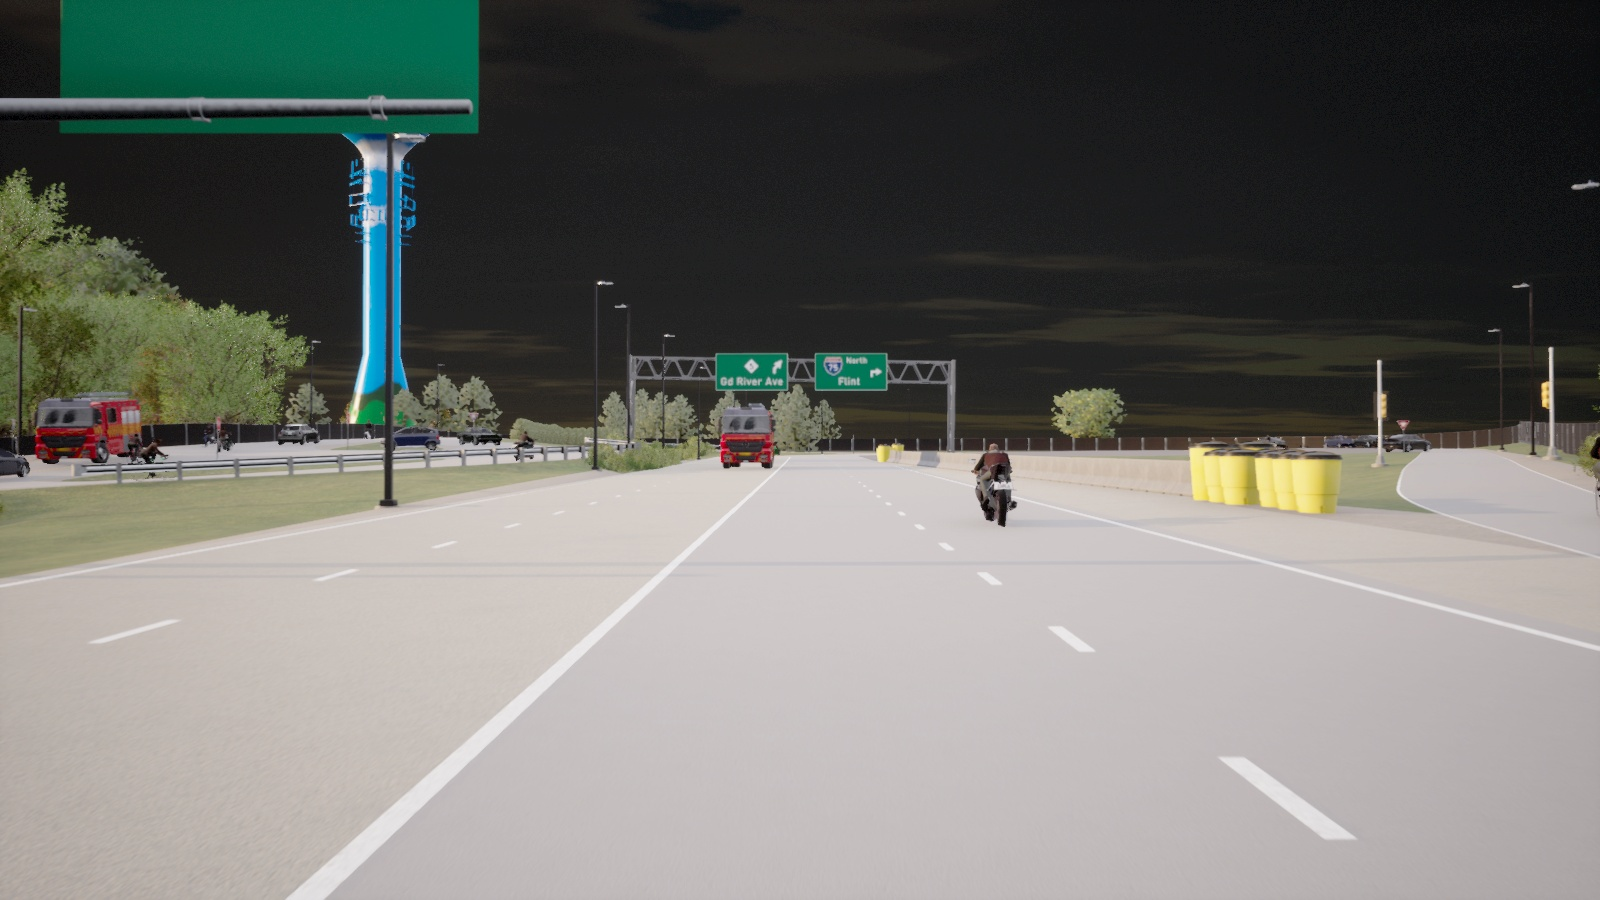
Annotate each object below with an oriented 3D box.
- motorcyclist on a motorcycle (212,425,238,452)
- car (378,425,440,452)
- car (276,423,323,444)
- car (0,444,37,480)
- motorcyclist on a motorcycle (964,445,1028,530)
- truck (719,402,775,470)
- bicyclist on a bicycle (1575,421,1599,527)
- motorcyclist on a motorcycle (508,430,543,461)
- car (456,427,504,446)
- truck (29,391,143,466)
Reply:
[{"bbox_3d":[-36.561,-0.745,79.866,0.766,1.649,2.350,-1,3,-6],"label":"motorcyclist on a motorcycle"},{"bbox_3d":[-24.883,-0.747,80.034,3.705,1.549,1.789,-1,3,-15],"label":"car"},{"bbox_3d":[-36.688,-1.249,92.154,1.970,1.475,3.806,0,2,0],"label":"car"},{"bbox_3d":[-36.481,0.554,56.665,1.845,1.501,3.633,0,3,1],"label":"car"},{"bbox_3d":[3.650,0.664,23.576,0.866,1.530,2.191,0,0,0],"label":"motorcyclist on a motorcycle"},{"bbox_3d":[-3.057,-0.825,74.775,2.891,3.827,8.468,0,0,0],"label":"truck"},{"bbox_3d":[14.005,0.389,21.722,0.659,1.776,1.843,0,1,21],"label":"bicyclist on a bicycle"},{"bbox_3d":[-13.794,-0.239,63.212,0.797,1.523,2.044,-1,1,16],"label":"motorcyclist on a motorcycle"},{"bbox_3d":[-22.983,-0.982,90.141,1.895,1.301,4.718,0,1,-34],"label":"car"},{"bbox_3d":[-39.642,-1.331,70.087,2.891,3.827,8.468,-1,3,-11],"label":"truck"}]
